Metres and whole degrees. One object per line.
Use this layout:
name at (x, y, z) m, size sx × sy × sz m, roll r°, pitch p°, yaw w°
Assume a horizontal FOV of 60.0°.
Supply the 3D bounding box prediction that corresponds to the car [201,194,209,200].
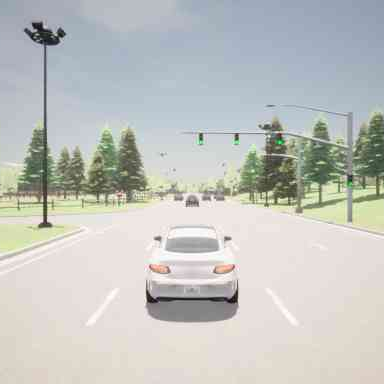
car at (3.606, 1.372, 92.997) m, size 2.033 × 1.411 × 5.357 m, roll 0°, pitch 0°, yaw 0°

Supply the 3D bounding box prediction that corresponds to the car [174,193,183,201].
car at (-3.405, 1.544, 82.969) m, size 1.994 × 1.385 × 4.181 m, roll 0°, pitch 0°, yaw 0°

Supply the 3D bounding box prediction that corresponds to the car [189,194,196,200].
car at (0.106, 1.332, 93.001) m, size 1.837 × 1.490 × 4.892 m, roll 0°, pitch 0°, yaw 0°

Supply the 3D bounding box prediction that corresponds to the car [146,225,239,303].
car at (0.015, 1.526, 8.065) m, size 1.812 × 1.442 × 4.674 m, roll 0°, pitch 0°, yaw 0°

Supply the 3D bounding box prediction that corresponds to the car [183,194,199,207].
car at (0.059, 1.352, 51.938) m, size 2.097 × 1.767 × 4.553 m, roll 0°, pitch 0°, yaw 0°

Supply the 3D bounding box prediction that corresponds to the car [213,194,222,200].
car at (7.106, 1.385, 92.993) m, size 1.994 × 1.385 × 4.181 m, roll 0°, pitch 0°, yaw 0°

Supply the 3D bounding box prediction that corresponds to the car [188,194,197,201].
car at (0.095, 1.348, 82.968) m, size 2.097 × 1.767 × 4.553 m, roll 0°, pitch 0°, yaw 0°

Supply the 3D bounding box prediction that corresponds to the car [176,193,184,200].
car at (-3.394, 1.188, 92.975) m, size 2.097 × 1.767 × 4.553 m, roll 0°, pitch 0°, yaw 0°

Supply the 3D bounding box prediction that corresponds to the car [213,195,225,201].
car at (7.094, 1.517, 82.573) m, size 2.128 × 1.511 × 4.902 m, roll 0°, pitch 0°, yaw 0°

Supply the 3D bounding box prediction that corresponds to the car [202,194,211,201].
car at (3.595, 1.348, 82.964) m, size 2.097 × 1.767 × 4.553 m, roll 0°, pitch 0°, yaw 0°
